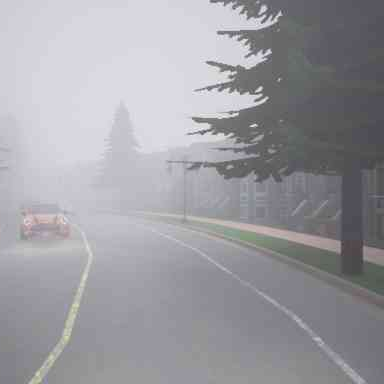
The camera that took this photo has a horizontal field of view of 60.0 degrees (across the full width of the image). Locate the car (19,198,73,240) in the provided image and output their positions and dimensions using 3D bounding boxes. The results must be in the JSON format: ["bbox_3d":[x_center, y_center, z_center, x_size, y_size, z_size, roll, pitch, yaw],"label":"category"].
[{"bbox_3d":[-7.613,1.356,17.232,2.097,1.767,4.553,0,0,-25],"label":"car"}]

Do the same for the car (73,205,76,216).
[{"bbox_3d":[-12.733,1.534,32.221,1.812,1.442,4.674,0,0,-39],"label":"car"}]
